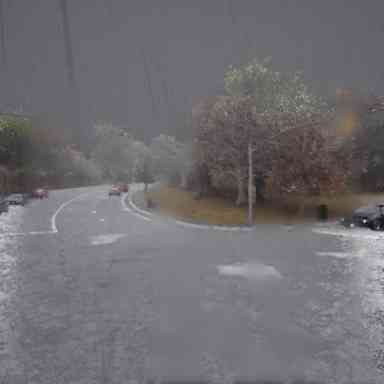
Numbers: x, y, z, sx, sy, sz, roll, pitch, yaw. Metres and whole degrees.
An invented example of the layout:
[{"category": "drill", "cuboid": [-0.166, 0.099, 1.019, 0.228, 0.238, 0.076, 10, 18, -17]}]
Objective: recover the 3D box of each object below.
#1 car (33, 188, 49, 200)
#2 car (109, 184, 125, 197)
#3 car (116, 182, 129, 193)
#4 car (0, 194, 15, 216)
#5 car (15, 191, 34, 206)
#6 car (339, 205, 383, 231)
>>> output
[{"category": "car", "cuboid": [-22.561, 0.215, 49.177, 1.882, 1.535, 5.008, 0, 3, -10]}, {"category": "car", "cuboid": [-12.641, -0.024, 55.130, 1.837, 1.490, 4.892, 0, 4, -7]}, {"category": "car", "cuboid": [-13.725, -0.962, 65.227, 2.150, 2.045, 5.566, 0, 4, -1]}, {"category": "car", "cuboid": [-17.543, 1.229, 29.397, 2.128, 1.511, 4.902, 0, 2, -19]}, {"category": "car", "cuboid": [-20.395, 0.894, 38.972, 1.994, 1.385, 4.181, 0, 3, -14]}, {"category": "car", "cuboid": [11.457, 1.524, 20.781, 5.357, 1.411, 2.033, -1, 0, -35]}]
